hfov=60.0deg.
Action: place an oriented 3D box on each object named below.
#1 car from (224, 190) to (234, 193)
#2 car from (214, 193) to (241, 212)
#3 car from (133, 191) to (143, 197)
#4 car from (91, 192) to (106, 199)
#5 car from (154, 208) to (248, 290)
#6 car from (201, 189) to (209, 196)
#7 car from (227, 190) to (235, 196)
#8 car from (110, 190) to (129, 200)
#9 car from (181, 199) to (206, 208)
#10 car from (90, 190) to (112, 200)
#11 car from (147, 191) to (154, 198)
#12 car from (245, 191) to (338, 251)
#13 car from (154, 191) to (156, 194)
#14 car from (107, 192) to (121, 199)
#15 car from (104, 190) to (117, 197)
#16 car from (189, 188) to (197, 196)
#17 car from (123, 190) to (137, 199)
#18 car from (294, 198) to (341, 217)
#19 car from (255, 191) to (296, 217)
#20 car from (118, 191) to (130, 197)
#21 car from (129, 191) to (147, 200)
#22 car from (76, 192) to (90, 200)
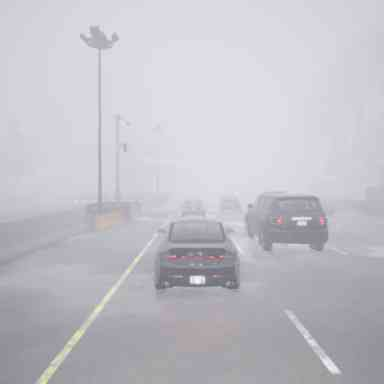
[{"bbox_3d":[7.208,0.884,65.318,1.895,1.301,4.718,0,1,0],"label":"car"},{"bbox_3d":[3.643,1.156,32.803,2.128,1.511,4.902,0,1,0],"label":"car"},{"bbox_3d":[-13.723,0.441,84.797,1.837,1.490,4.892,0,1,1],"label":"car"},{"bbox_3d":[-20.819,0.705,74.316,1.994,1.385,4.181,0,1,1],"label":"car"},{"bbox_3d":[0.109,1.413,8.805,1.837,1.490,4.892,0,1,0],"label":"car"},{"bbox_3d":[3.862,0.220,94.012,1.837,1.490,4.892,0,1,1],"label":"car"},{"bbox_3d":[10.856,0.257,93.334,1.812,1.442,4.674,0,1,1],"label":"car"},{"bbox_3d":[-13.908,0.866,64.153,1.994,1.385,4.181,0,1,0],"label":"car"},{"bbox_3d":[0.134,1.274,26.761,2.033,1.411,5.357,0,1,0],"label":"car"},{"bbox_3d":[-17.408,0.653,64.202,2.097,1.767,4.553,0,1,0],"label":"car"},{"bbox_3d":[-10.317,0.625,74.532,1.882,1.535,5.008,0,1,1],"label":"car"},{"bbox_3d":[3.613,1.083,13.614,2.150,2.045,5.566,0,1,0],"label":"car"},{"bbox_3d":[-10.221,0.415,84.960,1.882,1.535,5.008,0,1,1],"label":"car"},{"bbox_3d":[-17.321,0.710,74.064,1.994,1.385,4.181,0,1,1],"label":"car"},{"bbox_3d":[-20.725,0.301,84.610,2.097,1.767,4.553,0,1,1],"label":"car"},{"bbox_3d":[0.353,-0.037,93.036,2.150,2.045,5.566,0,1,1],"label":"car"},{"bbox_3d":[-13.818,0.505,74.400,2.097,1.767,4.553,0,1,1],"label":"car"},{"bbox_3d":[10.638,1.253,28.674,2.033,1.411,5.357,0,1,0],"label":"car"},{"bbox_3d":[7.140,0.923,29.152,2.150,2.045,5.566,0,1,0],"label":"car"},{"bbox_3d":[-17.226,0.490,84.420,2.033,1.411,5.357,0,1,1],"label":"car"},{"bbox_3d":[-10.408,0.828,64.131,1.812,1.442,4.674,0,1,0],"label":"car"},{"bbox_3d":[-20.905,0.775,64.457,1.882,1.535,5.008,0,1,0],"label":"car"}]
